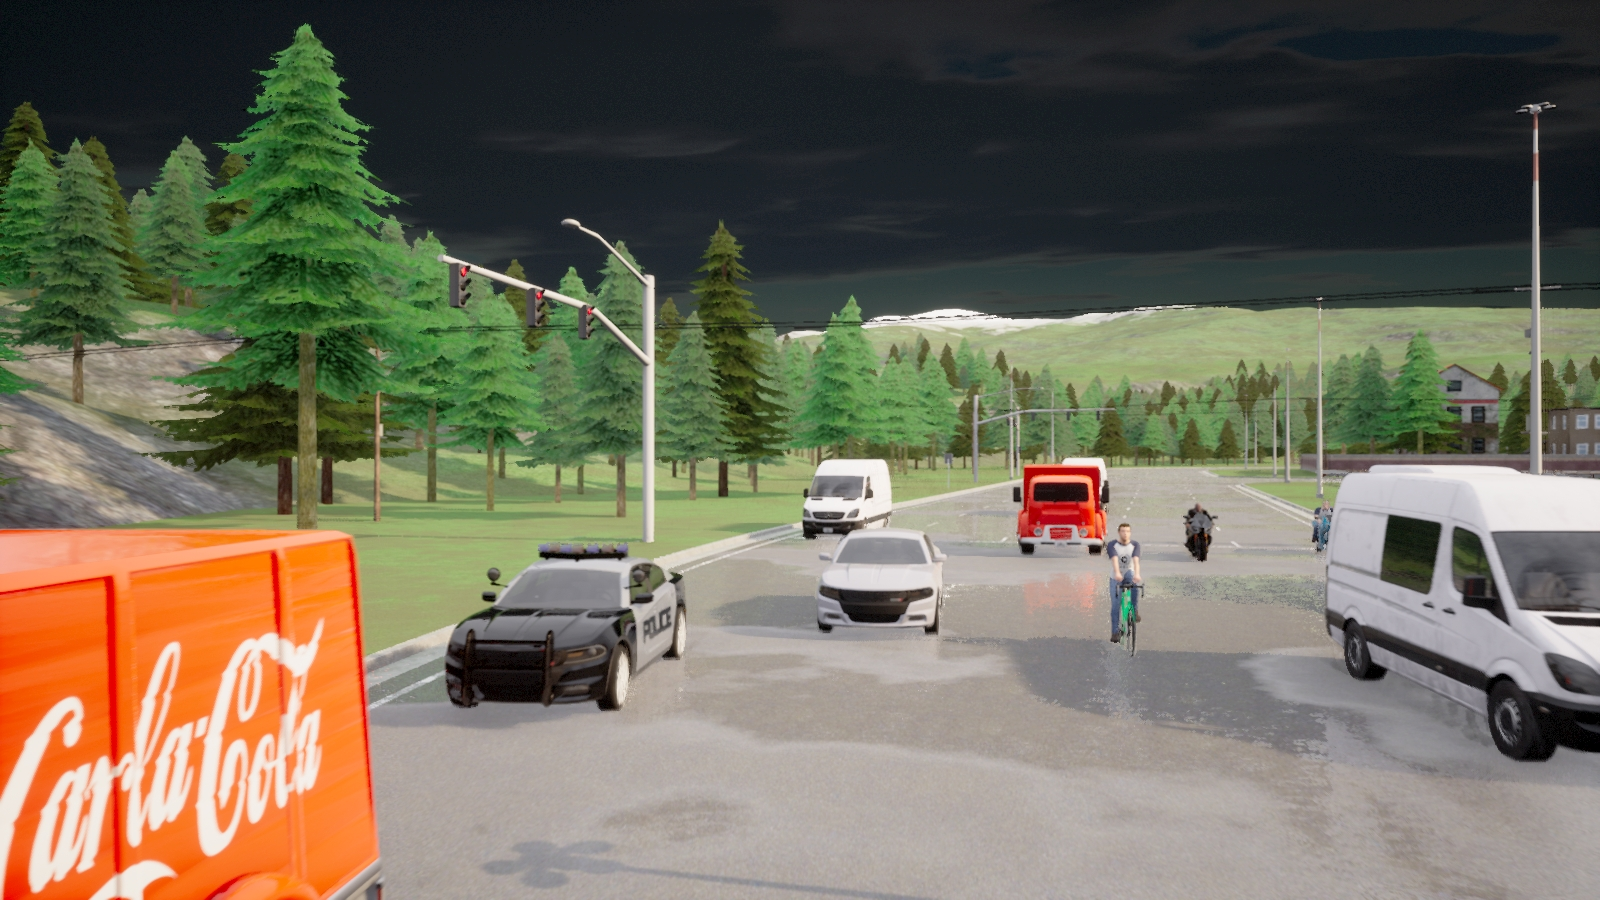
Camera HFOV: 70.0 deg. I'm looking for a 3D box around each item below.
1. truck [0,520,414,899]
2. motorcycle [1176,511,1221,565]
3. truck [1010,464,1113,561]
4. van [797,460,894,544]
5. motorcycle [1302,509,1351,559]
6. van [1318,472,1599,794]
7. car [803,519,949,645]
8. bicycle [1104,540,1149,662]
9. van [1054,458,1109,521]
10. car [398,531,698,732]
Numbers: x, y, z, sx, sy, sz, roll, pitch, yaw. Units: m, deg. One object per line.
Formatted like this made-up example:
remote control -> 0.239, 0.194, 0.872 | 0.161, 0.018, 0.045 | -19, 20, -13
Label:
truck -> -3.412, 1.583, 3.365 | 2.627, 2.467, 5.204 | 0, 0, 2
motorcycle -> 10.411, 2.271, 29.896 | 0.867, 1.251, 2.209 | 0, 0, 13
truck -> 7.412, 1.641, 32.422 | 2.627, 2.467, 5.204 | 0, 0, 13
van -> 1.635, 1.617, 38.239 | 1.988, 2.561, 5.915 | 0, 0, 15
motorcycle -> 14.284, 2.255, 31.052 | 0.803, 1.199, 2.033 | 0, 0, 13
van -> 7.659, 1.564, 12.310 | 1.988, 2.561, 5.915 | 0, 0, 6
car -> 1.435, 2.078, 19.255 | 2.097, 1.535, 5.006 | 0, 0, 8
bicycle -> 4.613, 2.094, 16.191 | 0.373, 1.496, 1.643 | 0, 0, 8
van -> 12.414, 1.642, 50.083 | 1.988, 2.561, 5.915 | 0, 0, 17
car -> -2.798, 2.015, 14.172 | 2.097, 1.638, 5.238 | 0, 0, 6
